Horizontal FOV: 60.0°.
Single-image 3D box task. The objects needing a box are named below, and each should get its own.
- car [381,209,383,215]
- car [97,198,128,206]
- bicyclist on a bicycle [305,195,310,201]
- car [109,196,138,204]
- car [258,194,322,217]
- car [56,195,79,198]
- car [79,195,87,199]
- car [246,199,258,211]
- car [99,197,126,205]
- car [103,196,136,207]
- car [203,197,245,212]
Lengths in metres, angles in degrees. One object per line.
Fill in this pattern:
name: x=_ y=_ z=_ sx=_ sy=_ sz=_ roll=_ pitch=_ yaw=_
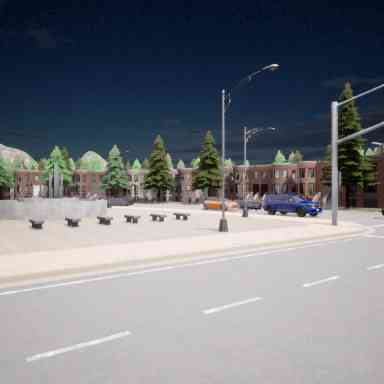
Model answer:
car: x=17.835 y=1.601 z=26.309 sx=1.895 sy=1.301 sz=4.718 roll=0 pitch=0 yaw=-43
car: x=-13.092 y=1.601 z=54.883 sx=4.718 sy=1.301 sz=1.895 roll=0 pitch=0 yaw=20
bicyclist on a bicycle: x=16.149 y=1.303 z=46.584 sx=1.656 sy=1.620 sz=0.582 roll=0 pitch=0 yaw=-37
car: x=-12.759 y=1.505 z=62.036 sx=4.892 sy=1.490 sz=1.837 roll=0 pitch=0 yaw=18
car: x=9.320 y=1.221 z=31.290 sx=2.150 sy=2.045 sz=5.566 roll=0 pitch=0 yaw=-38
car: x=-23.841 y=1.505 z=60.674 sx=4.892 sy=1.490 sz=1.837 roll=0 pitch=0 yaw=5
car: x=-22.579 y=1.352 z=63.968 sx=4.553 sy=1.767 sz=2.097 roll=0 pitch=0 yaw=7
car: x=6.502 y=1.547 z=40.919 sx=2.033 sy=1.411 sz=5.357 roll=0 pitch=0 yaw=-39
car: x=-14.104 y=1.564 z=58.804 sx=4.181 sy=1.385 sz=1.994 roll=0 pitch=0 yaw=18
car: x=-11.018 y=1.565 z=50.162 sx=4.181 sy=1.385 sz=1.994 roll=0 pitch=0 yaw=24
car: x=3.439 y=1.353 z=38.935 sx=2.097 sy=1.767 sz=4.553 roll=0 pitch=0 yaw=-41
